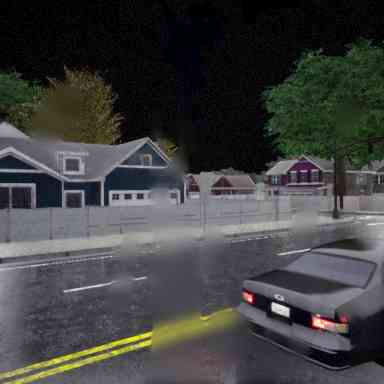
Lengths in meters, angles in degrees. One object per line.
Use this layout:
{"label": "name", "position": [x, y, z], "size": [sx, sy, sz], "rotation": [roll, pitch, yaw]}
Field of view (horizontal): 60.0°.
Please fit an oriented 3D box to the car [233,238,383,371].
{"label": "car", "position": [3.158, 1.539, 5.719], "size": [5.357, 1.411, 2.033], "rotation": [0, 0, -36]}
